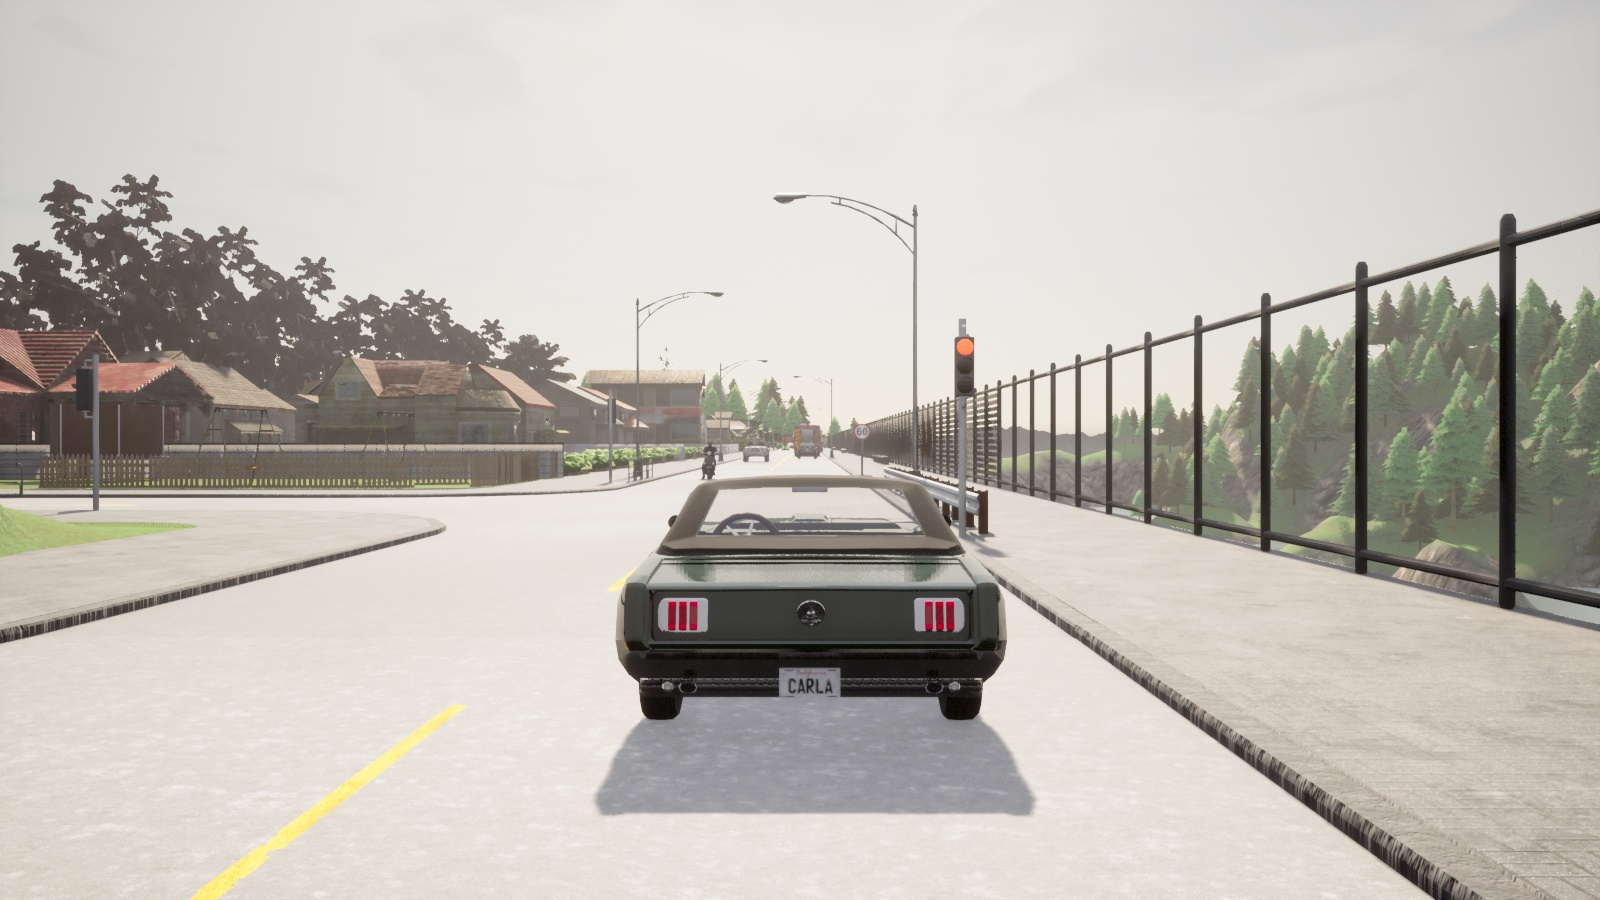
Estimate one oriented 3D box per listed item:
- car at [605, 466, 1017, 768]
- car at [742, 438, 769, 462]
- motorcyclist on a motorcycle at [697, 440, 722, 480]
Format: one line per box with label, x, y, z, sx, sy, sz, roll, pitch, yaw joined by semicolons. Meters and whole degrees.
car;0.062;0.801;8.138;1.895;1.301;4.718;0;0;0
car;-3.425;0.007;98.124;1.932;1.855;4.605;0;0;0
motorcyclist on a motorcycle;-3.688;0.407;51.439;0.866;1.590;1.817;0;0;0
